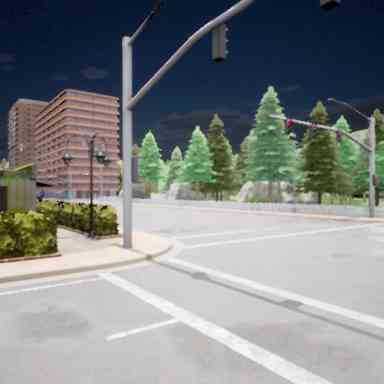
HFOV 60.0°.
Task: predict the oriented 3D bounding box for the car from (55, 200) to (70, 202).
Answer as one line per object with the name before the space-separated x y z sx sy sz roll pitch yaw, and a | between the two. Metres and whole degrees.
car | -14.927 1.577 38.339 1.895 1.301 4.718 0 0 -36
